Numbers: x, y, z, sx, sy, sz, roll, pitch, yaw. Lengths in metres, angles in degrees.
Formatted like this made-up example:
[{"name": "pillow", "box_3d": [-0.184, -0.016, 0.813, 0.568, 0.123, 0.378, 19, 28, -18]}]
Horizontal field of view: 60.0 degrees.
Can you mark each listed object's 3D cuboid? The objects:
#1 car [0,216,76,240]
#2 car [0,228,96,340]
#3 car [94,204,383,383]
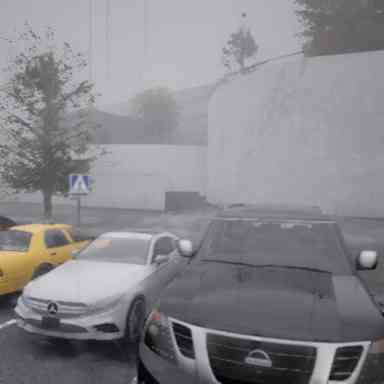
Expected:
[{"name": "car", "box_3d": [-3.668, 1.461, 8.623, 1.946, 1.575, 5.366, 0, -1, 15]}, {"name": "car", "box_3d": [-1.263, 1.515, 6.703, 2.002, 1.452, 4.674, 1, 0, 15]}, {"name": "car", "box_3d": [1.181, 1.236, 4.928, 2.435, 2.045, 5.566, 1, 0, 16]}]
